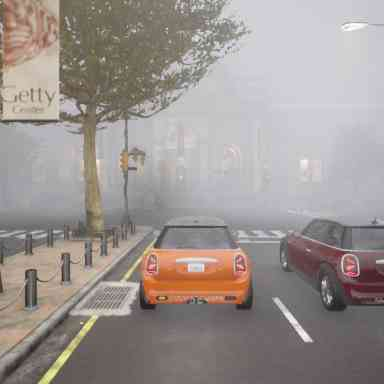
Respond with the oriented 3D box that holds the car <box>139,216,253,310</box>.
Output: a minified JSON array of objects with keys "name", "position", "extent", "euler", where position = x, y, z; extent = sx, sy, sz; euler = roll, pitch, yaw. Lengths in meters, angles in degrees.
[{"name":"car","position":[0.086,1.352,7.998],"extent":[2.097,1.767,4.553],"euler":[0,0,0]}]

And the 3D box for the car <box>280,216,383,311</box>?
[{"name":"car","position":[3.586,1.352,7.900],"extent":[2.097,1.767,4.553],"euler":[0,0,0]}]
